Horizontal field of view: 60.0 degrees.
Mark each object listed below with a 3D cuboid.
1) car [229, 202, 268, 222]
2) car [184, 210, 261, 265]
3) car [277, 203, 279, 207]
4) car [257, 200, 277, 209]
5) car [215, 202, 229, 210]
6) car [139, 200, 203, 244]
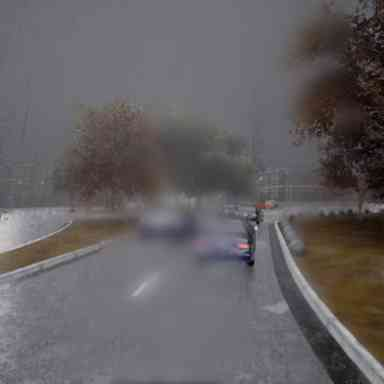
[{"bbox_3d":[4.639,1.763,26.602,2.033,1.411,5.357,-1,-1,17],"label":"car"},{"bbox_3d":[1.362,1.621,12.065,2.033,1.411,5.357,0,0,11],"label":"car"},{"bbox_3d":[14.812,2.554,66.542,2.033,1.411,5.357,1,-2,-37],"label":"car"},{"bbox_3d":[13.215,2.309,63.085,2.097,1.767,4.553,1,-1,-29],"label":"car"},{"bbox_3d":[4.265,1.892,32.452,1.994,1.385,4.181,-1,-1,29],"label":"car"},{"bbox_3d":[-0.986,1.469,16.693,2.097,1.767,4.553,0,0,12],"label":"car"}]
